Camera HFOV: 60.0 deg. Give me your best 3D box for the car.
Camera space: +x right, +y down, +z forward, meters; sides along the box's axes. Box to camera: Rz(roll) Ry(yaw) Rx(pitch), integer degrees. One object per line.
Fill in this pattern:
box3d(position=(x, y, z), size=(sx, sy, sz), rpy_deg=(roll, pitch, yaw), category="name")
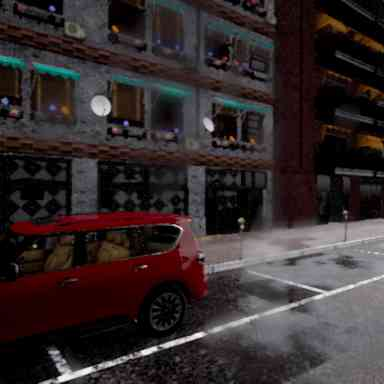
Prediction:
box3d(position=(-2.036, 1.307, 5.085), size=(5.009, 1.841, 2.192), rpy_deg=(0, 1, -35), category="car")
